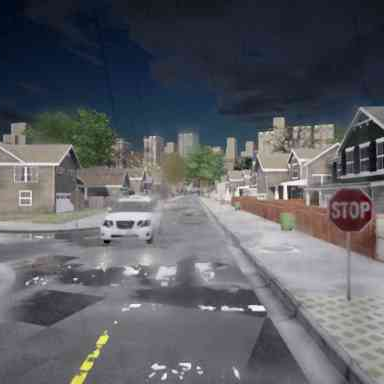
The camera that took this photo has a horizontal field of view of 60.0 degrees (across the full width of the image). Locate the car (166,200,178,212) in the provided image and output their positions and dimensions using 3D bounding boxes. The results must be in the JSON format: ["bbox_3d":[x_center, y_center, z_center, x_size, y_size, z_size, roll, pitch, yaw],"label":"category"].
[{"bbox_3d":[-2.599,1.597,38.815,1.895,1.301,4.718,0,0,0],"label":"car"}]

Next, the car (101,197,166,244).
[{"bbox_3d":[-2.691,1.283,16.083,2.150,2.045,5.566,0,0,0],"label":"car"}]
